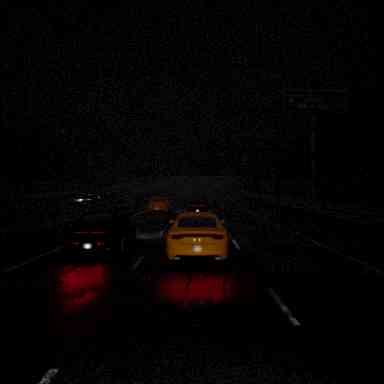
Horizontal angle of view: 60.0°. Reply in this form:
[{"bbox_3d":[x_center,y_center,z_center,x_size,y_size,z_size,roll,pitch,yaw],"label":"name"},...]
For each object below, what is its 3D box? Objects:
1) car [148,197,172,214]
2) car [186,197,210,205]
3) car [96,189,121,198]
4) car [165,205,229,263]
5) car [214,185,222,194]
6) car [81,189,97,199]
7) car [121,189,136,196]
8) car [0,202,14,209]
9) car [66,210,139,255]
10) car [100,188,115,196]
[{"bbox_3d":[-2.946,1.200,31.329,1.882,1.535,5.008,0,1,2],"label":"car"},{"bbox_3d":[0.517,1.252,29.957,1.837,1.490,4.892,0,1,1],"label":"car"},{"bbox_3d":[-15.790,0.544,63.074,2.033,1.411,5.357,0,2,3],"label":"car"},{"bbox_3d":[0.181,1.437,11.830,1.882,1.535,5.008,0,0,1],"label":"car"},{"bbox_3d":[6.513,-0.292,83.035,2.033,1.411,5.357,0,3,4],"label":"car"},{"bbox_3d":[-19.310,0.361,62.866,2.097,1.767,4.553,0,2,3],"label":"car"},{"bbox_3d":[-12.196,0.542,64.616,1.895,1.301,4.718,0,2,3],"label":"car"},{"bbox_3d":[-13.859,1.378,22.495,1.812,1.442,4.674,0,1,1],"label":"car"},{"bbox_3d":[-3.306,1.455,13.024,1.837,1.490,4.892,0,0,1],"label":"car"},{"bbox_3d":[-18.664,0.041,73.797,1.837,1.490,4.892,0,2,4],"label":"car"}]
